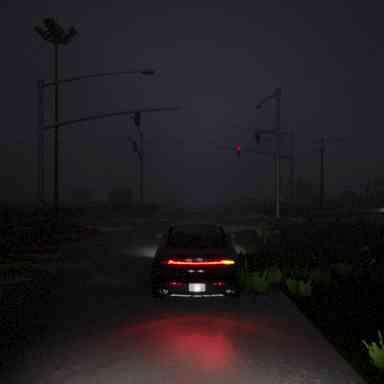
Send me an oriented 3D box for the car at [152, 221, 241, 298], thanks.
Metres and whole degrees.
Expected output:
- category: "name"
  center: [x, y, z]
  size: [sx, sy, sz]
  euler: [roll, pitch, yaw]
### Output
- category: "car"
  center: [0.093, 1.505, 8.522]
  size: [1.837, 1.490, 4.892]
  euler: [0, 0, 0]
